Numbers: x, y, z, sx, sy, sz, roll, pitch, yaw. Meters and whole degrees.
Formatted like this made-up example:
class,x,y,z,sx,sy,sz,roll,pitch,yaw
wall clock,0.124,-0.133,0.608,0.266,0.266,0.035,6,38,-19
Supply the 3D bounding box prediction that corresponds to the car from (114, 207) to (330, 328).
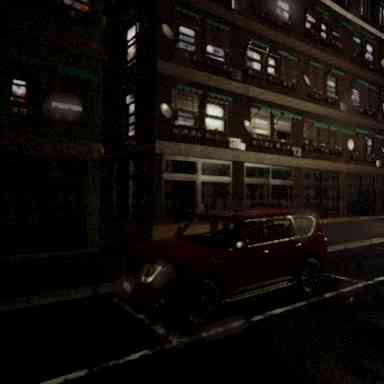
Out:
class,x,y,z,sx,sy,sz,roll,pitch,yaw
car,0.928,1.307,7.197,5.009,1.841,2.192,0,1,-35
